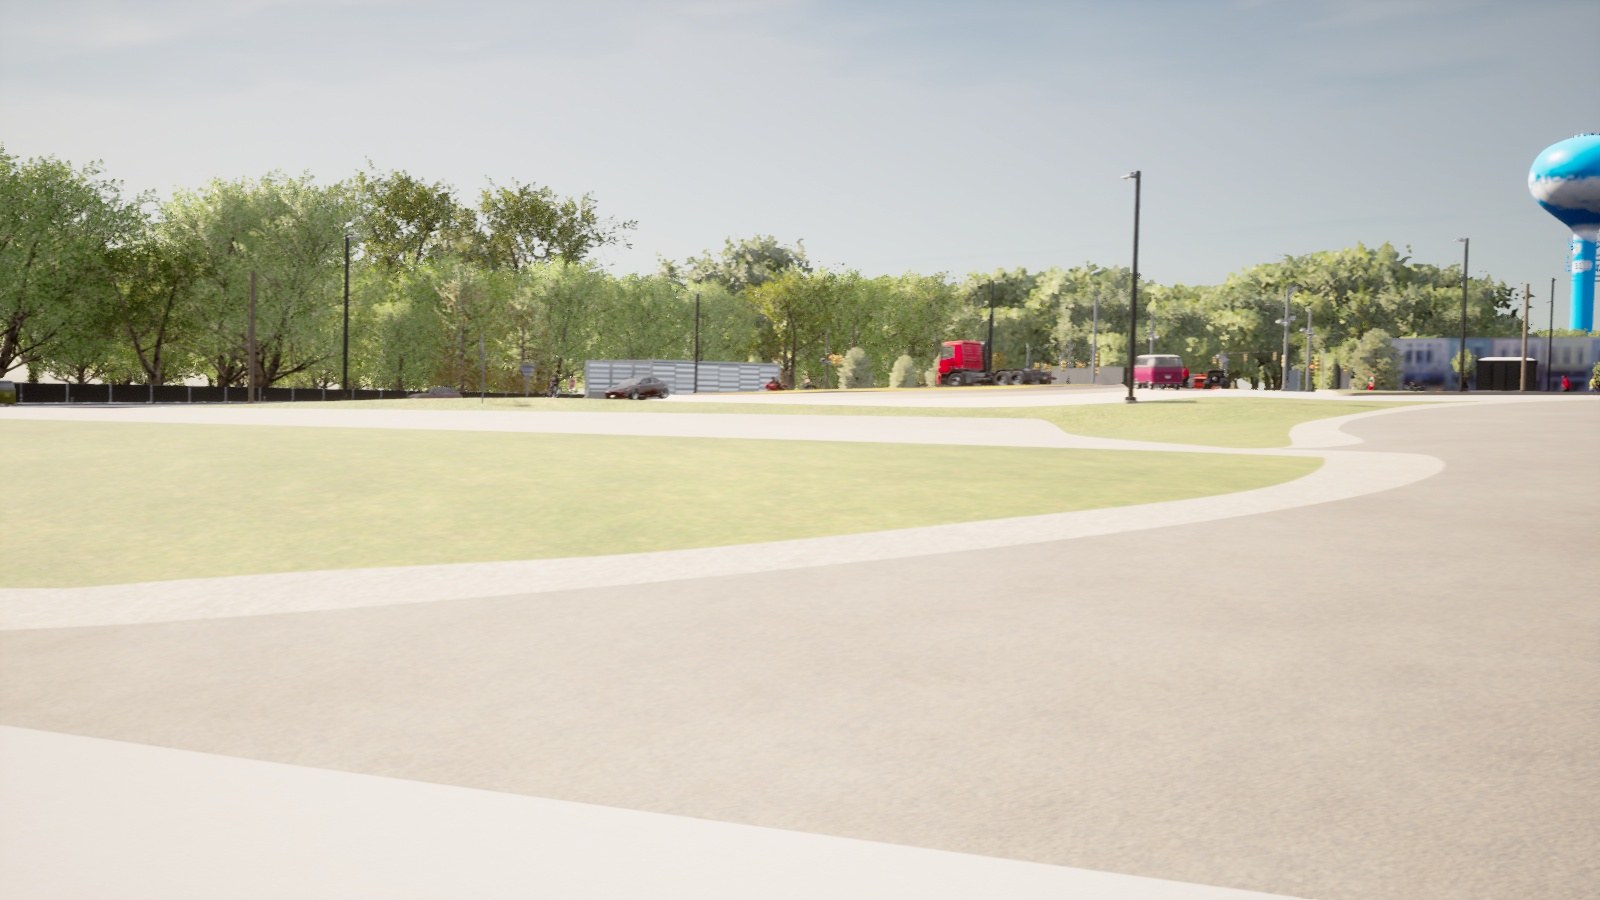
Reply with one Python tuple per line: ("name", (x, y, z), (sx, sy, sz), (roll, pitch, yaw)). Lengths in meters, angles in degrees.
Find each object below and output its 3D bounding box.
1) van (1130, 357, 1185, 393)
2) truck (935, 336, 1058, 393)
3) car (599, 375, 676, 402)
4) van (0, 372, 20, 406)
("van", (20.299, -4.276, 71.508), (1.775, 1.987, 4.442), (1, 4, -1))
("truck", (13.127, -5.657, 84.493), (7.936, 3.462, 2.891), (2, 1, 45))
("car", (-9.984, -3.829, 77.371), (2.163, 1.488, 4.792), (-2, 2, 30))
("van", (-49.571, -3.676, 75.222), (1.775, 1.987, 4.442), (3, 4, 32))
